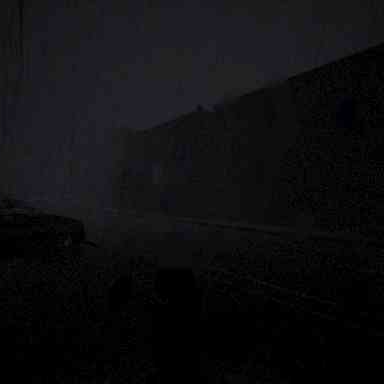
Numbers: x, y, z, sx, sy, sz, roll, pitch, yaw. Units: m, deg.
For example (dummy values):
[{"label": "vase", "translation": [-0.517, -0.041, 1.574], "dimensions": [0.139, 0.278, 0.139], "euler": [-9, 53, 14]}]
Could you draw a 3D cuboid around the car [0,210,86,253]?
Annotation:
[{"label": "car", "translation": [-6.602, 1.593, 12.832], "dimensions": [4.792, 1.488, 2.163], "euler": [-1, -1, -33]}]

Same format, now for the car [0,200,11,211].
[{"label": "car", "translation": [-27.875, 1.965, 46.210], "dimensions": [4.674, 1.452, 2.002], "euler": [-1, 0, -33]}]

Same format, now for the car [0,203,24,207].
[{"label": "car", "translation": [-11.295, 1.687, 19.894], "dimensions": [5.366, 1.575, 1.946], "euler": [-1, -1, -33]}]

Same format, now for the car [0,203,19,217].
[{"label": "car", "translation": [-21.788, 1.993, 36.675], "dimensions": [4.674, 1.452, 2.002], "euler": [-1, 1, -33]}]

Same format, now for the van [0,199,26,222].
[{"label": "van", "translation": [-17.321, 1.630, 29.459], "dimensions": [4.442, 1.987, 1.878], "euler": [-1, -1, -33]}]

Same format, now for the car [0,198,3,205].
[{"label": "car", "translation": [-40.013, 1.891, 65.280], "dimensions": [4.792, 1.488, 2.163], "euler": [-1, 0, -33]}]

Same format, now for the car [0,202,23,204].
[{"label": "car", "translation": [-14.183, 1.771, 24.754], "dimensions": [5.008, 1.535, 2.097], "euler": [-1, -1, -33]}]

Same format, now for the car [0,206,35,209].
[{"label": "car", "translation": [-9.620, 1.686, 17.610], "dimensions": [4.674, 1.452, 2.002], "euler": [-1, -1, -33]}]

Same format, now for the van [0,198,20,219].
[{"label": "van", "translation": [-20.296, 1.709, 34.121], "dimensions": [4.442, 1.987, 1.878], "euler": [-1, 0, -33]}]

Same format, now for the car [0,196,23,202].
[{"label": "car", "translation": [-15.679, 1.562, 27.156], "dimensions": [5.566, 2.045, 2.435], "euler": [-1, 0, -33]}]

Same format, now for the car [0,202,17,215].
[{"label": "car", "translation": [-23.309, 1.989, 39.067], "dimensions": [4.674, 1.452, 2.002], "euler": [-1, 0, -33]}]

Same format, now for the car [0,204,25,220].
[{"label": "car", "translation": [-18.740, 1.937, 31.900], "dimensions": [4.674, 1.452, 2.002], "euler": [-1, -1, -33]}]

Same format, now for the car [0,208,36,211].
[{"label": "car", "translation": [-8.100, 1.644, 15.229], "dimensions": [4.674, 1.452, 2.002], "euler": [-1, -1, -33]}]

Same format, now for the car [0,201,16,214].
[{"label": "car", "translation": [-24.827, 1.941, 41.450], "dimensions": [5.008, 1.535, 2.097], "euler": [-1, 0, -33]}]
